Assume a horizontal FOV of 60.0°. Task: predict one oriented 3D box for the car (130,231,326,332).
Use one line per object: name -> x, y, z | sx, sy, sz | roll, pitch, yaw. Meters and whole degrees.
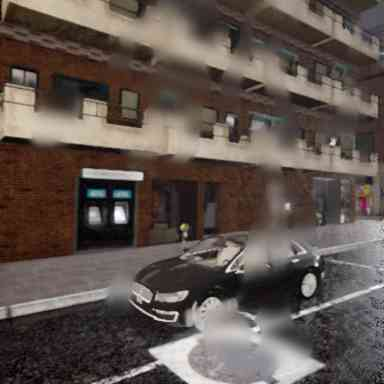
car -> 0.922, 1.523, 6.727 | 4.403, 1.369, 2.008 | 0, 2, -35
